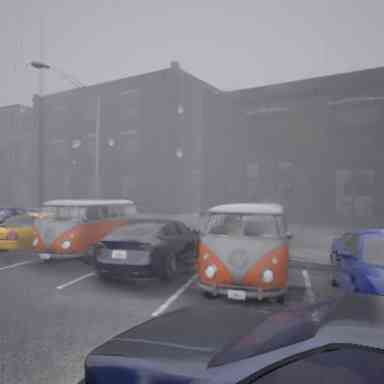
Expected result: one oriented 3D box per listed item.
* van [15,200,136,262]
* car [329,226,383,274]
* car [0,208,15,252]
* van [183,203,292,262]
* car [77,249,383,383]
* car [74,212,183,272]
[{"bbox_3d":[-3.534,1.251,11.478,1.878,1.987,4.442,1,-1,15],"label":"van"},{"bbox_3d":[3.853,1.483,6.355,2.097,1.535,5.008,1,-1,16],"label":"car"},{"bbox_3d":[-5.927,1.476,13.509,1.946,1.575,5.366,0,-1,15],"label":"car"},{"bbox_3d":[1.377,1.254,7.988,1.878,1.987,4.442,1,-1,15],"label":"van"},{"bbox_3d":[1.514,1.547,2.297,5.357,1.411,2.033,0,0,35],"label":"car"},{"bbox_3d":[-1.047,1.510,9.875,2.163,1.488,4.792,0,-1,15],"label":"car"}]
